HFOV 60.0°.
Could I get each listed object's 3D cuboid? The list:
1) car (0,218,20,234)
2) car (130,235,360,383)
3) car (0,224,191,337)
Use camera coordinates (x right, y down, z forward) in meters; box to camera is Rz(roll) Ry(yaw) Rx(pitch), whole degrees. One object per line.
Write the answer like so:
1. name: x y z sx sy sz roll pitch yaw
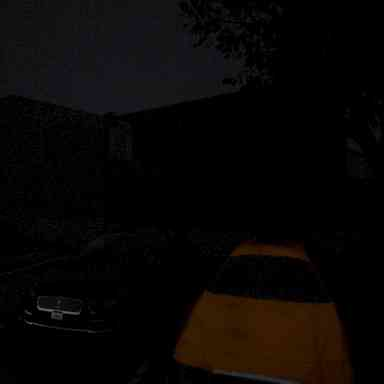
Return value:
1. car: -8.539 1.526 12.203 2.002 1.452 4.674 1 -1 16
2. car: 1.170 1.480 5.038 1.946 1.575 5.366 1 -1 16
3. car: -1.218 1.487 6.967 2.231 1.521 4.892 1 -1 16
